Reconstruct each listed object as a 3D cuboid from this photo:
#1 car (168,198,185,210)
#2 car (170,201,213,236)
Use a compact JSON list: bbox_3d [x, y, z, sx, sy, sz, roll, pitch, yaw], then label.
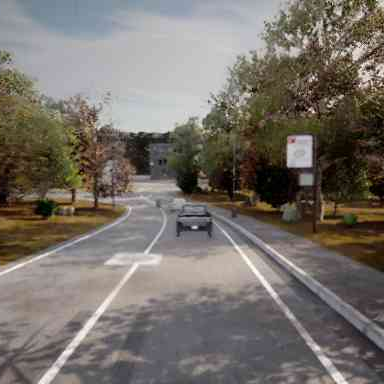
[{"bbox_3d":[-1.466,1.374,36.381,1.812,1.442,4.674,-1,1,-8],"label":"car"},{"bbox_3d":[0.071,1.457,18.203,2.128,1.511,4.902,0,0,-1],"label":"car"}]
